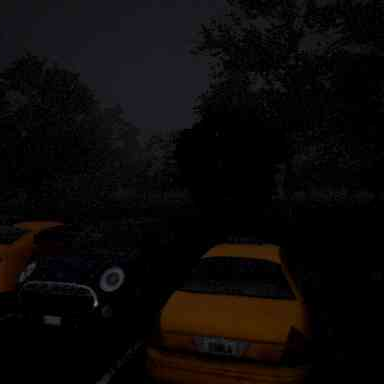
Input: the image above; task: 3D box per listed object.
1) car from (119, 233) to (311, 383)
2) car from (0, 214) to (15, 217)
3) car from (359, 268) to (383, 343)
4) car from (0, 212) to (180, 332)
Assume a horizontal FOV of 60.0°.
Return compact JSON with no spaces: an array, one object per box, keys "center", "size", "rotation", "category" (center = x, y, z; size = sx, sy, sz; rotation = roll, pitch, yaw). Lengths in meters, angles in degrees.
[{"center":[0.936,1.495,5.652],"size":[1.946,1.575,5.366],"rotation":[0,-1,15],"category":"car"},{"center":[-6.409,1.523,10.588],"size":[2.231,1.521,4.892],"rotation":[1,0,14],"category":"car"},{"center":[3.304,1.483,3.745],"size":[2.097,1.535,5.008],"rotation":[0,-1,15],"category":"car"},{"center":[-1.526,1.381,7.213],"size":[2.185,1.767,4.553],"rotation":[0,-1,15],"category":"car"}]
